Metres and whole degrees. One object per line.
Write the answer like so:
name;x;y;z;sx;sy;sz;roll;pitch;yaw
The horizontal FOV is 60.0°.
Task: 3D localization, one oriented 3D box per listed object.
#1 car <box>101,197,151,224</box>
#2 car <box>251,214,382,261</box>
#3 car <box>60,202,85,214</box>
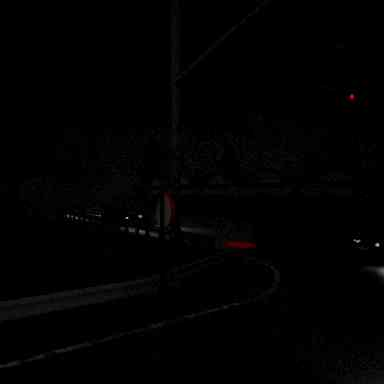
car;-5.292;1.415;26.121;2.150;2.045;5.566;0;0;-35
car;4.526;1.632;12.823;1.837;1.490;4.892;0;-3;-41
car;-13.787;1.791;38.286;1.895;1.301;4.718;0;0;-33
